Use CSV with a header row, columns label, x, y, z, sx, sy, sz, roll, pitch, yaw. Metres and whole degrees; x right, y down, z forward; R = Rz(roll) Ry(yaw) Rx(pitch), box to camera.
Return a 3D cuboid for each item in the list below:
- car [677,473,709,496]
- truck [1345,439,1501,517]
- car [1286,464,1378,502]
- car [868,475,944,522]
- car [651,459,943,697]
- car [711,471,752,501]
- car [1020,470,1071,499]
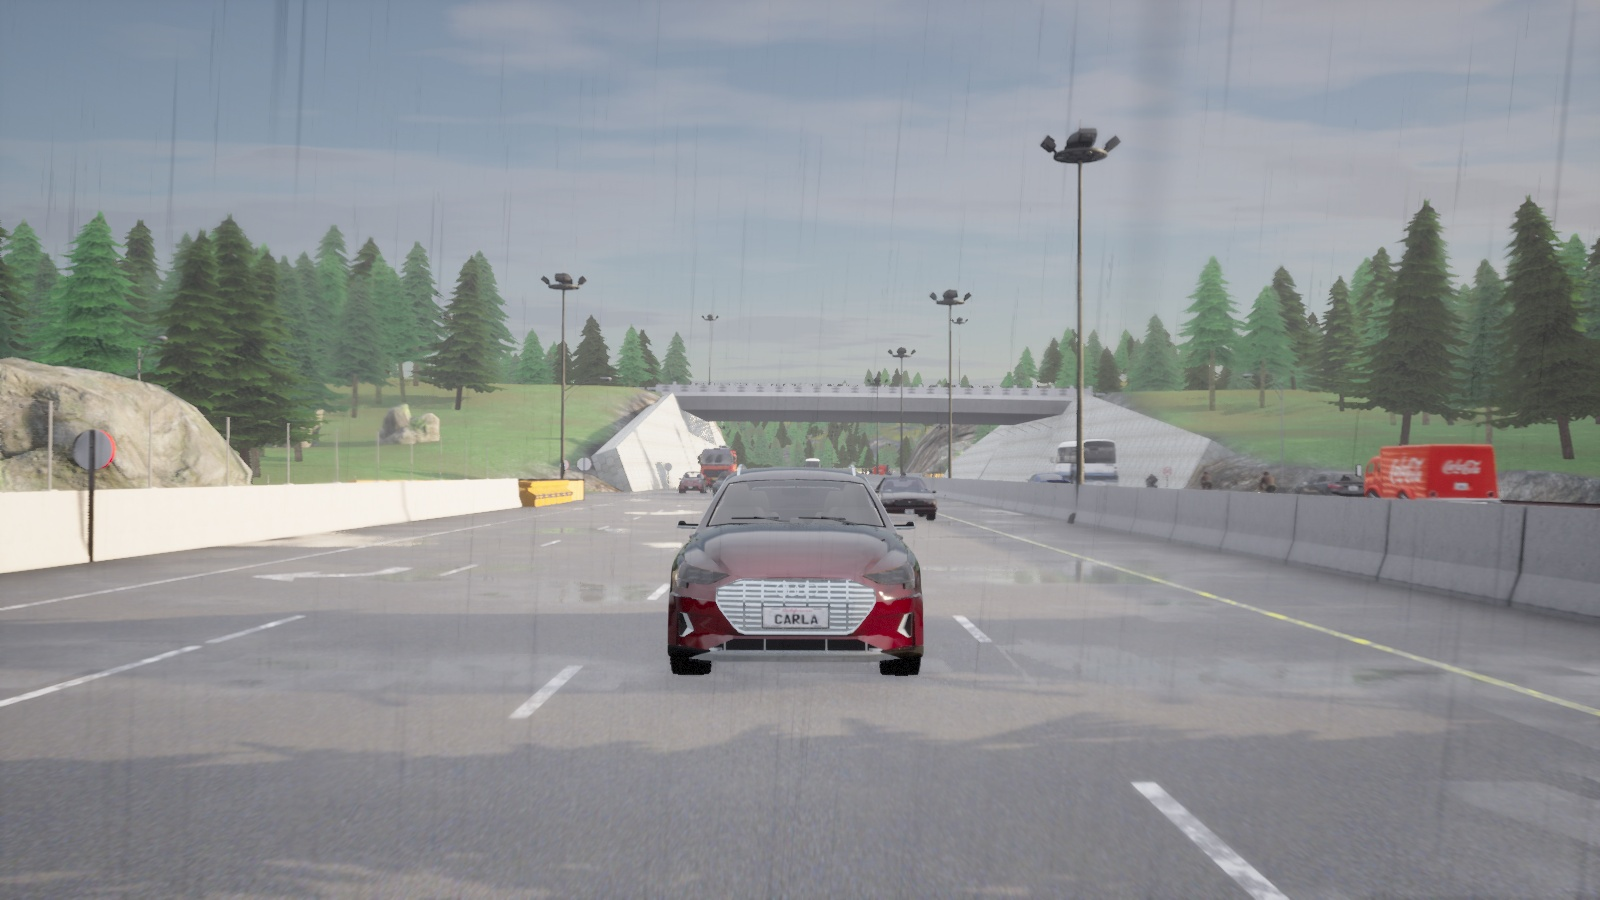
label,x,y,z,sx,sy,sz,roll,pitch,yaw
car,-7.205,2.271,84.458,1.845,1.501,3.633,0,-1,0
truck,20.895,0.946,42.448,2.627,2.467,5.204,0,-2,0
car,24.360,1.525,57.702,2.242,1.667,4.611,0,-1,0
car,3.400,1.541,41.355,2.033,1.411,5.357,0,-1,0
car,-0.028,0.932,11.186,2.033,1.649,4.856,0,-1,0
car,-3.665,1.910,67.755,2.007,1.525,4.514,0,-1,0
car,13.828,1.925,70.957,1.882,1.535,5.008,0,-1,0
